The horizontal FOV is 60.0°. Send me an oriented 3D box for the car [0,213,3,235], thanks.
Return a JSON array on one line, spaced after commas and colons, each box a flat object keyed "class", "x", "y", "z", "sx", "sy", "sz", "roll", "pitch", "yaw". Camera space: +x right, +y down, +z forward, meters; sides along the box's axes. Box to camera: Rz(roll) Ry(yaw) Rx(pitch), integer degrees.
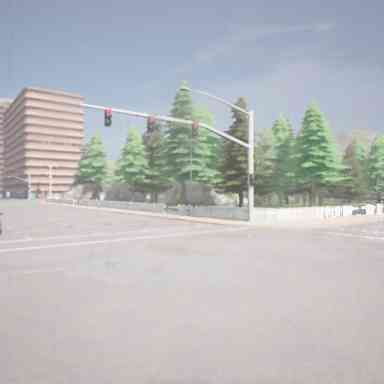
[{"class": "car", "x": -11.585, "y": 1.506, "z": 18.018, "sx": 1.837, "sy": 1.490, "sz": 4.892, "roll": 0, "pitch": 0, "yaw": -37}]
